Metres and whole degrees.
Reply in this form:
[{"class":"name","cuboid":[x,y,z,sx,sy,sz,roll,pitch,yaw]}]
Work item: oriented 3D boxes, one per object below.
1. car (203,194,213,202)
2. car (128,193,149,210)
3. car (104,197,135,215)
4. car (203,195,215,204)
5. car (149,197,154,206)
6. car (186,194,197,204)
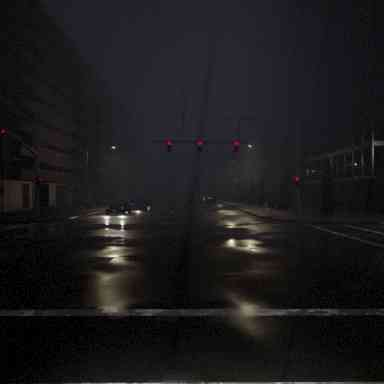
[{"class":"car","cuboid":[3.456,1.355,74.574,2.097,1.767,4.553,0,0,1]},{"class":"car","cuboid":[-7.457,1.221,44.130,2.150,2.045,5.566,0,0,1]},{"class":"car","cuboid":[-7.471,1.526,34.219,1.812,1.442,4.674,0,0,0]},{"class":"car","cuboid":[3.453,1.491,64.709,2.128,1.511,4.902,0,0,1]},{"class":"car","cuboid":[-7.347,1.547,54.594,2.033,1.411,5.357,0,0,1]},{"class":"car","cuboid":[-0.046,1.564,64.617,1.994,1.385,4.181,0,0,1]}]
